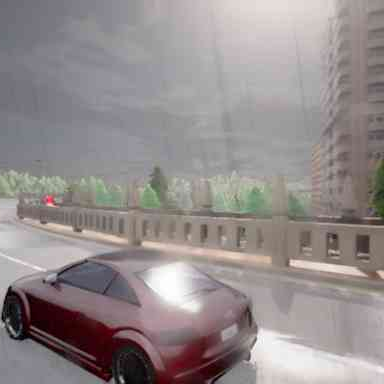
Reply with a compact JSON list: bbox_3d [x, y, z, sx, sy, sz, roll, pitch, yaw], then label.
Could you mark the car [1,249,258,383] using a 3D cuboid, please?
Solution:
[{"bbox_3d":[-1.138,1.596,5.087,4.181,1.385,1.994,0,0,38],"label":"car"}]
